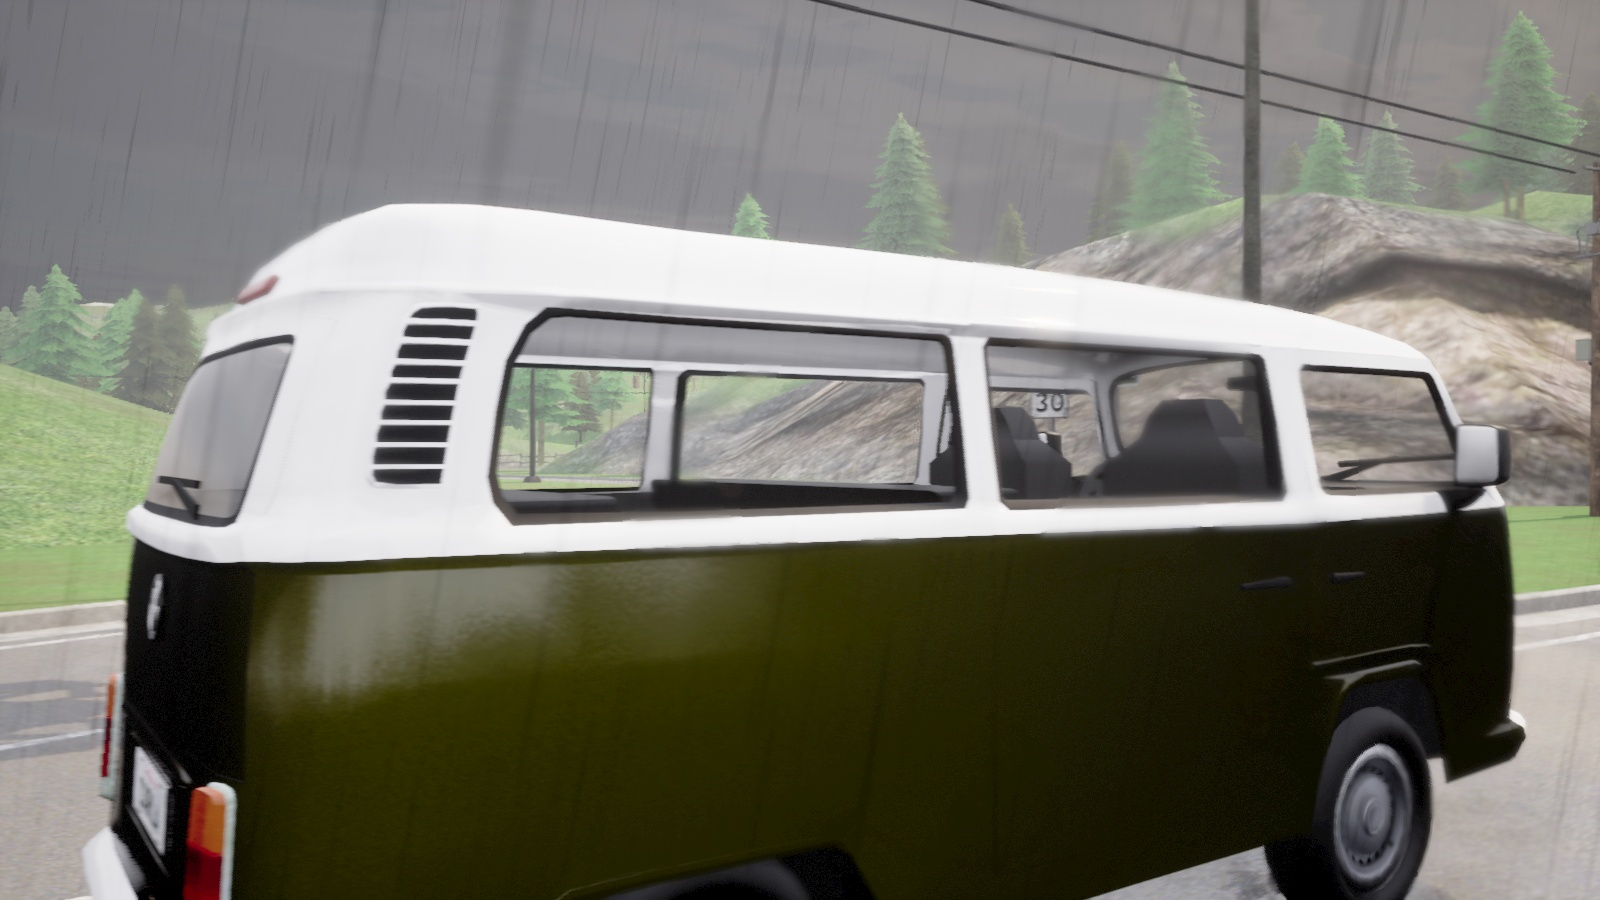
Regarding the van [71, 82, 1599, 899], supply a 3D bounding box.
[{"bbox_3d":[0.400,0.478,3.938,4.480,2.038,2.069,0,0,-35],"label":"van"}]
